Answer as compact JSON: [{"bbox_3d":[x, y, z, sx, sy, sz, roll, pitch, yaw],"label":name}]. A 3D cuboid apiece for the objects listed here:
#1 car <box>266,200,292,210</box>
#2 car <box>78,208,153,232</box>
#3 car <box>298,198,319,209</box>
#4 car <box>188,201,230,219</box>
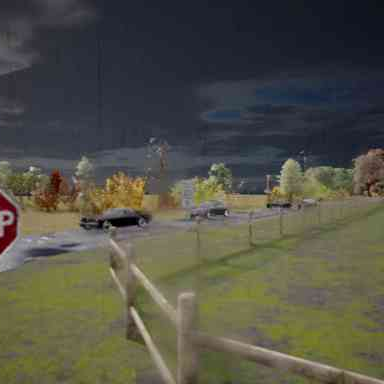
[{"bbox_3d":[11.287,1.641,42.972,1.895,1.301,4.718,-1,0,36],"label":"car"},{"bbox_3d":[-4.698,1.683,20.867,1.895,1.301,4.718,-1,0,36],"label":"car"},{"bbox_3d":[15.435,1.543,43.743,1.812,1.442,4.674,-1,0,36],"label":"car"},{"bbox_3d":[1.576,1.564,29.564,1.837,1.490,4.892,-1,0,36],"label":"car"}]
